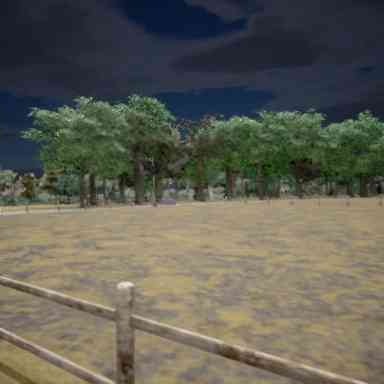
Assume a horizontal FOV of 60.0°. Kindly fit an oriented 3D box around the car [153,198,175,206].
[{"bbox_3d":[-5.013,1.705,59.060,4.181,1.385,1.994,-1,-2,-39],"label":"car"}]
